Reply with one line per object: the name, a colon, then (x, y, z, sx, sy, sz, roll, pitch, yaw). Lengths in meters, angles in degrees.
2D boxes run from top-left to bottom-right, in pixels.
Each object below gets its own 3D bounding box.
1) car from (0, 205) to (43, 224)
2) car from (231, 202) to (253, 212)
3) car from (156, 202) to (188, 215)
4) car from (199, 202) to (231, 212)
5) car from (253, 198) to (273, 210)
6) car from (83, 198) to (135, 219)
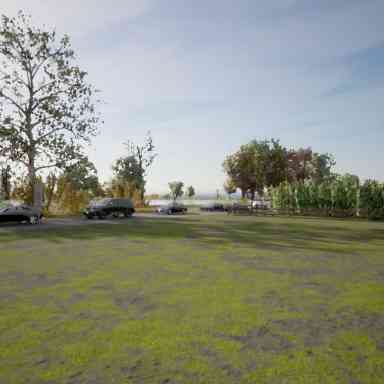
car: (-13.901, 1.742, 25.351, 2.128, 1.511, 4.902, -1, -2, 35)
car: (6.581, 2.224, 49.579, 2.033, 1.411, 5.357, -1, -2, 35)
car: (-2.485, 2.039, 41.666, 2.128, 1.511, 4.902, -1, -2, 35)
car: (3.263, 2.245, 49.820, 2.033, 1.411, 5.357, -1, -2, 35)
car: (12.517, 2.058, 58.164, 2.150, 2.045, 5.566, -1, -2, 35)
car: (-8.209, 1.620, 33.486, 2.150, 2.045, 5.566, -1, -2, 36)
